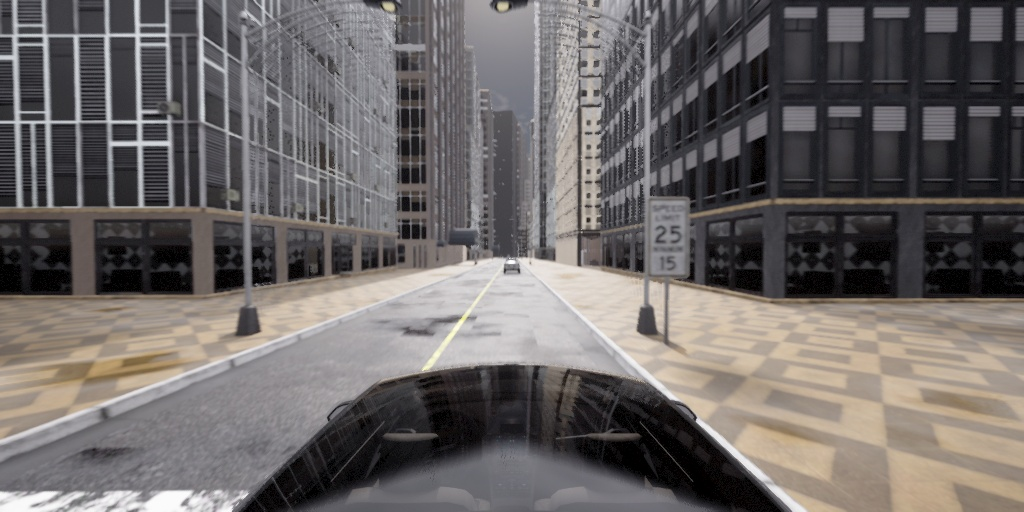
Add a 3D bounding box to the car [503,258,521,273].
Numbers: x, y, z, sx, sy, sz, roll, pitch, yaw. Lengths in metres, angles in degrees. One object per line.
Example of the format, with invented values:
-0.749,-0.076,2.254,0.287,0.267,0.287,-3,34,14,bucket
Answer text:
-0.006,1.061,38.063,2.033,1.411,5.357,0,0,0,car
